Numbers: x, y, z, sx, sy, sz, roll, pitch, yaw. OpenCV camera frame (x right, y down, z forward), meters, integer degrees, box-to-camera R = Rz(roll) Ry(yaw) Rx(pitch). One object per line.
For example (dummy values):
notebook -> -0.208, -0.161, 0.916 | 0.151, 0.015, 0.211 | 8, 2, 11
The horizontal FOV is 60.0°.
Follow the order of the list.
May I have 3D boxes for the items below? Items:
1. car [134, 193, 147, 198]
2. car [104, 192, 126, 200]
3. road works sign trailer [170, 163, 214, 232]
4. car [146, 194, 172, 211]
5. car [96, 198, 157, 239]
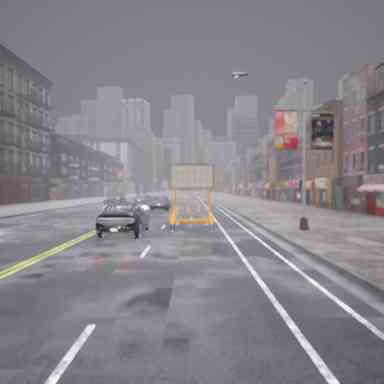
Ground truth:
car -> -6.585, 0.918, 44.029 | 2.128, 1.511, 4.902 | 0, 1, 0
car -> -9.835, 0.795, 42.661 | 2.097, 1.767, 4.553 | 0, 1, 0
road works sign trailer -> 0.001, 0.217, 18.171 | 2.380, 3.560, 2.880 | 0, 1, 0
car -> -3.151, 1.121, 33.634 | 1.994, 1.385, 4.181 | 0, 1, 0
car -> -3.149, 1.274, 15.835 | 2.128, 1.511, 4.902 | 0, 1, 0
